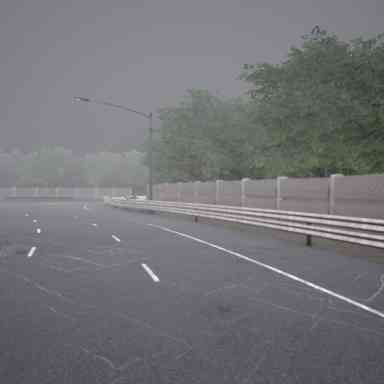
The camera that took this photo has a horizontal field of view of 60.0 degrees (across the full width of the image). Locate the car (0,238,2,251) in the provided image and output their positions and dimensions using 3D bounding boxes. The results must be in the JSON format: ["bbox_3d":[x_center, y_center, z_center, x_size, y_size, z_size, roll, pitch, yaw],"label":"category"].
[{"bbox_3d":[-6.482,1.545,8.703,2.033,1.411,5.357,0,0,-19],"label":"car"}]
